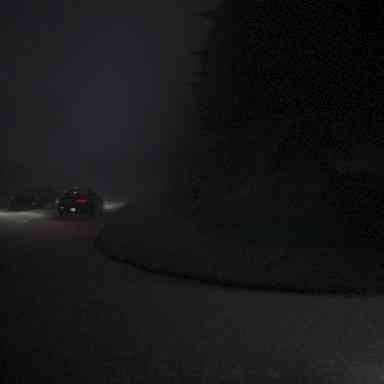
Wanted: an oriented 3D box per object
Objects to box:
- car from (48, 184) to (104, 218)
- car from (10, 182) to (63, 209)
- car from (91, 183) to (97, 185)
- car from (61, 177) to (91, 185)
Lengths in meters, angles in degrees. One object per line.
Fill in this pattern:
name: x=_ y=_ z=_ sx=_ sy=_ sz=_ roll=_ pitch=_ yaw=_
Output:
car: x=-6.202 y=0.561 z=18.979 sx=2.128 sy=1.511 sz=4.902 roll=2 pitch=2 yaw=-7
car: x=-10.941 y=0.236 z=23.344 sx=1.882 sy=1.535 sz=5.008 roll=2 pitch=2 yaw=-7
car: x=-13.425 y=-0.552 z=44.311 sx=1.994 sy=1.385 sz=4.181 roll=2 pitch=2 yaw=-6
car: x=-12.184 y=-0.459 z=33.892 sx=2.150 sy=2.045 sz=5.566 roll=2 pitch=2 yaw=-7
